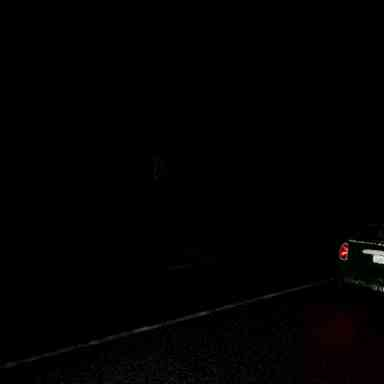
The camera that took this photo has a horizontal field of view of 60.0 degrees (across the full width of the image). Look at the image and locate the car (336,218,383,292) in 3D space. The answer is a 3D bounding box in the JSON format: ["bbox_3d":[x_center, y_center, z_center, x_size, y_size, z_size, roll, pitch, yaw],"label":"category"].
[{"bbox_3d":[5.413,1.368,7.943,4.553,1.767,2.097,0,0,-39],"label":"car"}]
